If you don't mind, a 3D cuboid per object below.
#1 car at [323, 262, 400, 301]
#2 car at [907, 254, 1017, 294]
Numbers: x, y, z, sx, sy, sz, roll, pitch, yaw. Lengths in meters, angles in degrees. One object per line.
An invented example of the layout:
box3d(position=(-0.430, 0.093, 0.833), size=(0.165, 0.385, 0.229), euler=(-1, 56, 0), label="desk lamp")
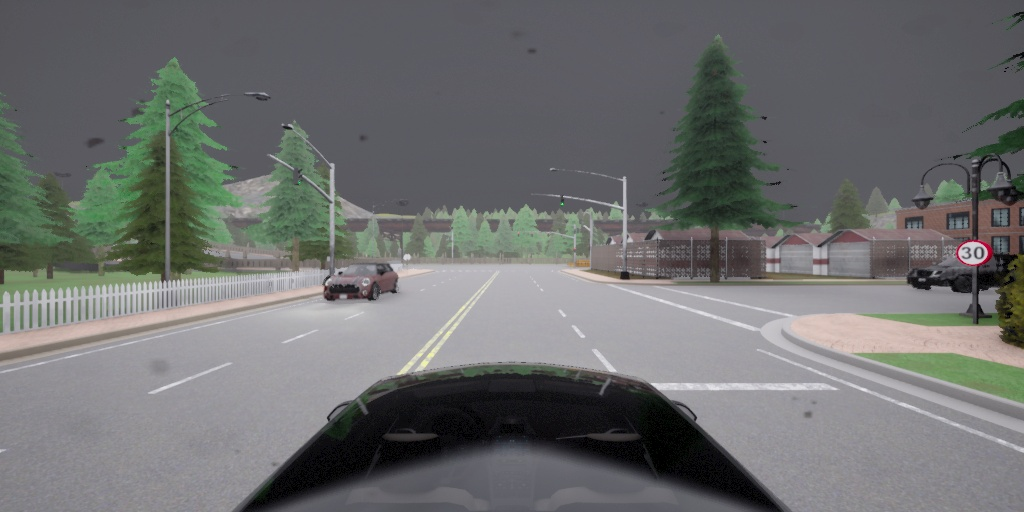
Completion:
box3d(position=(-6.999, 1.101, 17.131), size=(2.097, 1.767, 4.553), euler=(0, 0, 0), label="car")
box3d(position=(25.001, 0.932, 19.410), size=(5.566, 2.045, 2.150), euler=(0, 0, 0), label="car")
